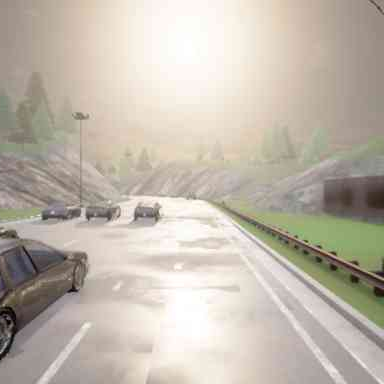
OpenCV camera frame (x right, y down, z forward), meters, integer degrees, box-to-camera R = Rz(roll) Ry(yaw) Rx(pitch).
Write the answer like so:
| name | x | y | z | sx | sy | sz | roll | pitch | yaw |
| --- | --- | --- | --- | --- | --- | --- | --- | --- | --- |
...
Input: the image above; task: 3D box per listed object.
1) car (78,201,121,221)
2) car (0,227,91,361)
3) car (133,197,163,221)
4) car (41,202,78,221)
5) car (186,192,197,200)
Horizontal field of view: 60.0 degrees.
| name | x | y | z | sx | sy | sz | roll | pitch | yaw |
| --- | --- | --- | --- | --- | --- | --- | --- | --- | --- |
| car | -6.842 | 1.418 | 26.033 | 2.128 | 1.511 | 4.902 | 0 | 0 | 0 |
| car | -3.399 | 1.531 | 5.723 | 2.033 | 1.411 | 5.357 | 0 | 0 | 0 |
| car | -3.342 | 1.418 | 26.033 | 2.128 | 1.511 | 4.902 | 0 | 0 | 0 |
| car | -10.341 | 1.489 | 26.710 | 1.994 | 1.385 | 4.181 | 0 | 0 | 0 |
| car | -0.198 | 0.990 | 83.708 | 2.150 | 2.045 | 5.566 | 0 | 0 | -8 |
